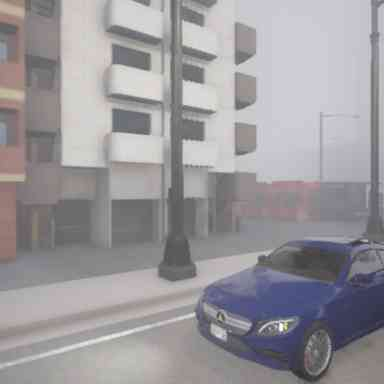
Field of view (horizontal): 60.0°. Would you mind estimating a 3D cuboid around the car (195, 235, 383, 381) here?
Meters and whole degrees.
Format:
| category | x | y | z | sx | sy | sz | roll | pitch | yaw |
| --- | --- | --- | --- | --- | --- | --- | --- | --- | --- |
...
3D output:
| category | x | y | z | sx | sy | sz | roll | pitch | yaw |
| --- | --- | --- | --- | --- | --- | --- | --- | --- | --- |
| car | 2.230 | 1.515 | 5.571 | 4.674 | 1.442 | 1.812 | 0 | 0 | -36 |
